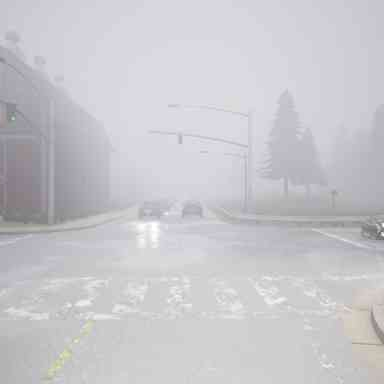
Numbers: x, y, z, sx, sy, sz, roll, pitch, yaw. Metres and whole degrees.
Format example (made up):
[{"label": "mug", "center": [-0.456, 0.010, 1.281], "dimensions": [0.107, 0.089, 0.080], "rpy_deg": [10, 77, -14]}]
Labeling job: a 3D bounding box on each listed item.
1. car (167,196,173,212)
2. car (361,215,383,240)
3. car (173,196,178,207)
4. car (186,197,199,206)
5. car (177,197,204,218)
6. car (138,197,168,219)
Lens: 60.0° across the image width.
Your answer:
[{"label": "car", "center": [-3.568, 1.506, 39.374], "dimensions": [1.837, 1.490, 4.892], "rpy_deg": [0, 0, 0]}, {"label": "car", "center": [10.091, 1.325, 14.842], "dimensions": [4.553, 1.767, 2.097], "rpy_deg": [0, 0, -1]}, {"label": "car", "center": [-3.553, 1.526, 49.619], "dimensions": [1.812, 1.442, 4.674], "rpy_deg": [0, 0, 0]}, {"label": "car", "center": [0.044, 1.547, 55.918], "dimensions": [2.033, 1.411, 5.357], "rpy_deg": [0, 0, 0]}, {"label": "car", "center": [0.024, 1.492, 30.452], "dimensions": [2.128, 1.511, 4.902], "rpy_deg": [0, 0, 0]}, {"label": "car", "center": [-3.577, 1.492, 29.636], "dimensions": [2.128, 1.511, 4.902], "rpy_deg": [0, 0, 0]}]
